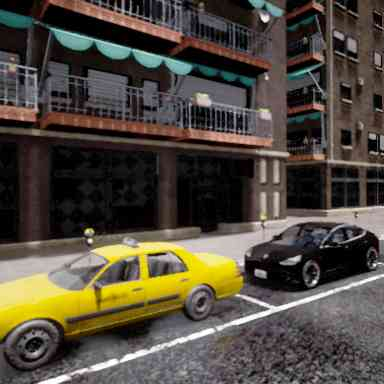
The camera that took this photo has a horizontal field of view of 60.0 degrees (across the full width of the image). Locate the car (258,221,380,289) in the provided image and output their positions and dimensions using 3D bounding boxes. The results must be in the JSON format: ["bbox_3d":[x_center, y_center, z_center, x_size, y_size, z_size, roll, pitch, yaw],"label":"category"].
[{"bbox_3d":[3.357,1.493,8.948,4.313,1.339,1.947,-1,0,-35],"label":"car"}]

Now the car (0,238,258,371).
[{"bbox_3d":[-1.279,1.505,5.643,4.829,1.417,1.752,-1,0,-35],"label":"car"}]
